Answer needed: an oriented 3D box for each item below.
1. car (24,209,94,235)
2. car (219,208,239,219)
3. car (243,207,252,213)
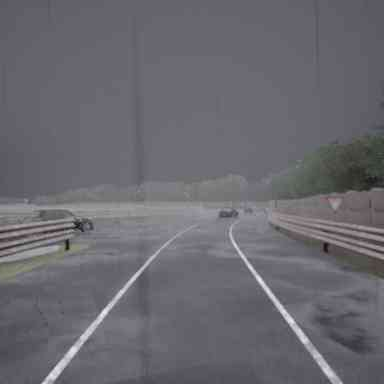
[{"bbox_3d":[-8.925,1.955,22.494,2.097,1.767,4.553,-2,-3,37],"label":"car"},{"bbox_3d":[5.271,3.045,47.346,1.882,1.535,5.008,0,-2,22],"label":"car"},{"bbox_3d":[12.954,4.201,77.421,1.837,1.490,4.892,0,-2,4],"label":"car"}]
